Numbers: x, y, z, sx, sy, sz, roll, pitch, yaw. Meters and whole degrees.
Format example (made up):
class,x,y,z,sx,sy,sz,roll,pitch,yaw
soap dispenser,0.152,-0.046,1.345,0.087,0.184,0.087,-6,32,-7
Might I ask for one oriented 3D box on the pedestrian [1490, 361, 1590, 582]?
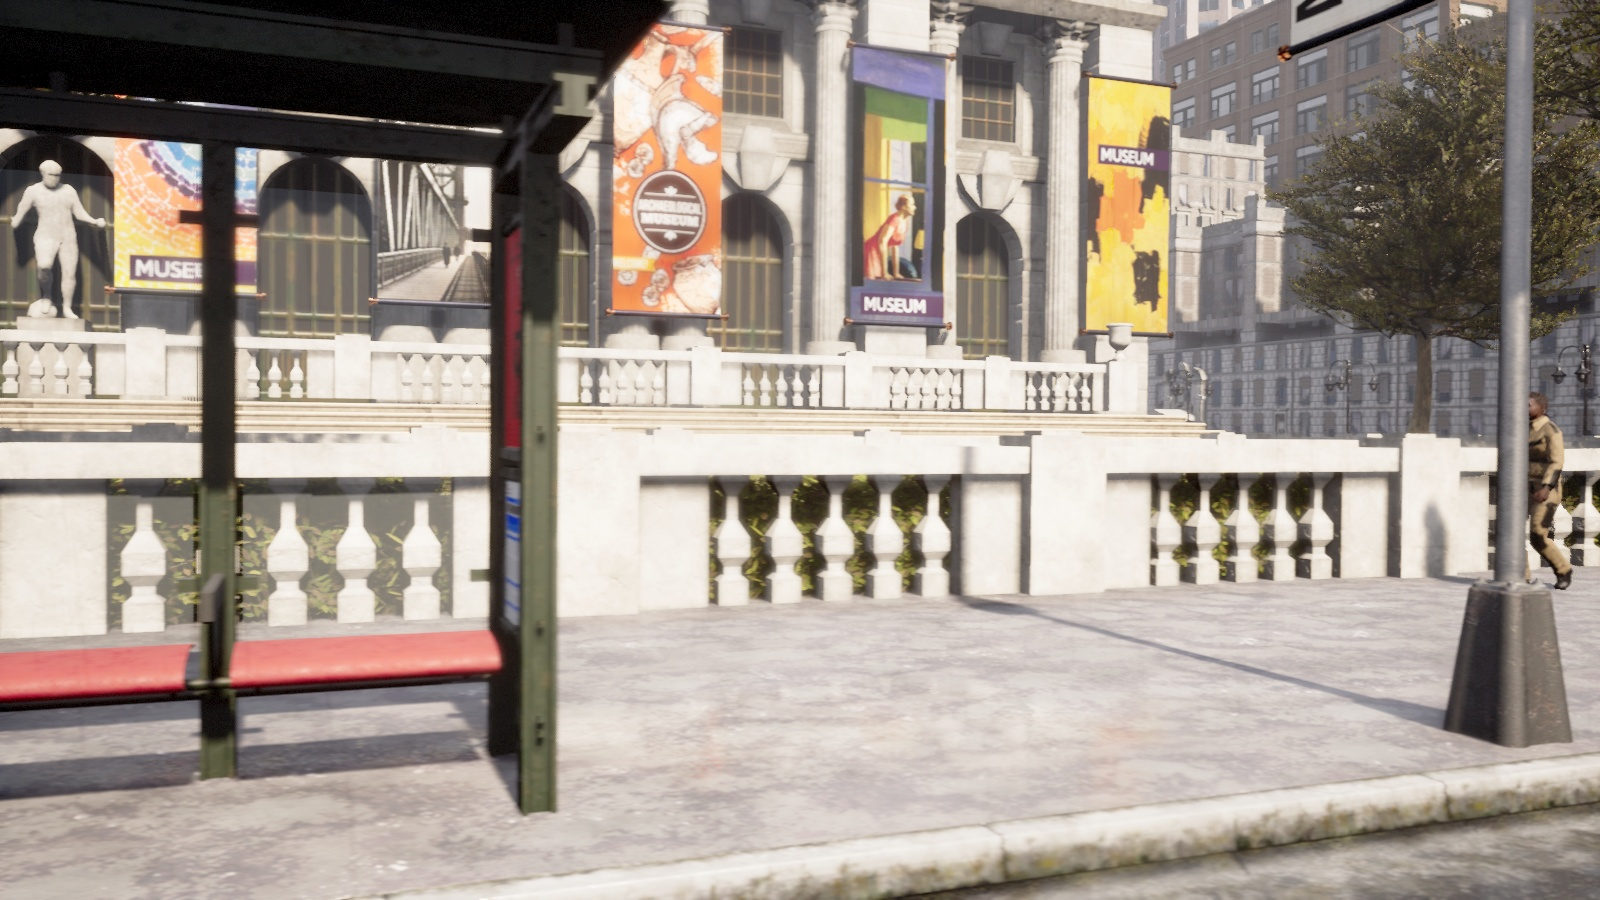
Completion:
class,x,y,z,sx,sy,sz,roll,pitch,yaw
pedestrian,6.628,0.179,11.256,0.692,1.930,0.396,-1,1,-16
